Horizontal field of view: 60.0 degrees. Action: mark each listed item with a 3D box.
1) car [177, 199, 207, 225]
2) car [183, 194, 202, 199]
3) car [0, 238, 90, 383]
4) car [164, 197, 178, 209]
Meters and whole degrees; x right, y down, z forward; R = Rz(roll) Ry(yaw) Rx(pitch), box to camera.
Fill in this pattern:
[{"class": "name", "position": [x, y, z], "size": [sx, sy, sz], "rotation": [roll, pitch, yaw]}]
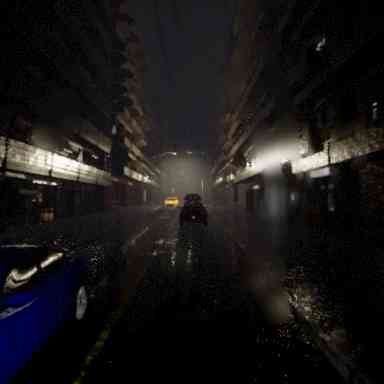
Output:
[{"class": "car", "position": [0.097, 1.502, 24.309], "size": [1.882, 1.535, 5.008], "rotation": [0, 0, 0]}, {"class": "car", "position": [0.093, 1.248, 42.072], "size": [2.150, 2.045, 5.566], "rotation": [0, 0, 0]}, {"class": "car", "position": [-2.851, 1.484, 4.309], "size": [1.882, 1.535, 5.008], "rotation": [0, 0, 0]}, {"class": "car", "position": [-2.837, 1.504, 46.803], "size": [1.882, 1.535, 5.008], "rotation": [0, 0, 0]}]
